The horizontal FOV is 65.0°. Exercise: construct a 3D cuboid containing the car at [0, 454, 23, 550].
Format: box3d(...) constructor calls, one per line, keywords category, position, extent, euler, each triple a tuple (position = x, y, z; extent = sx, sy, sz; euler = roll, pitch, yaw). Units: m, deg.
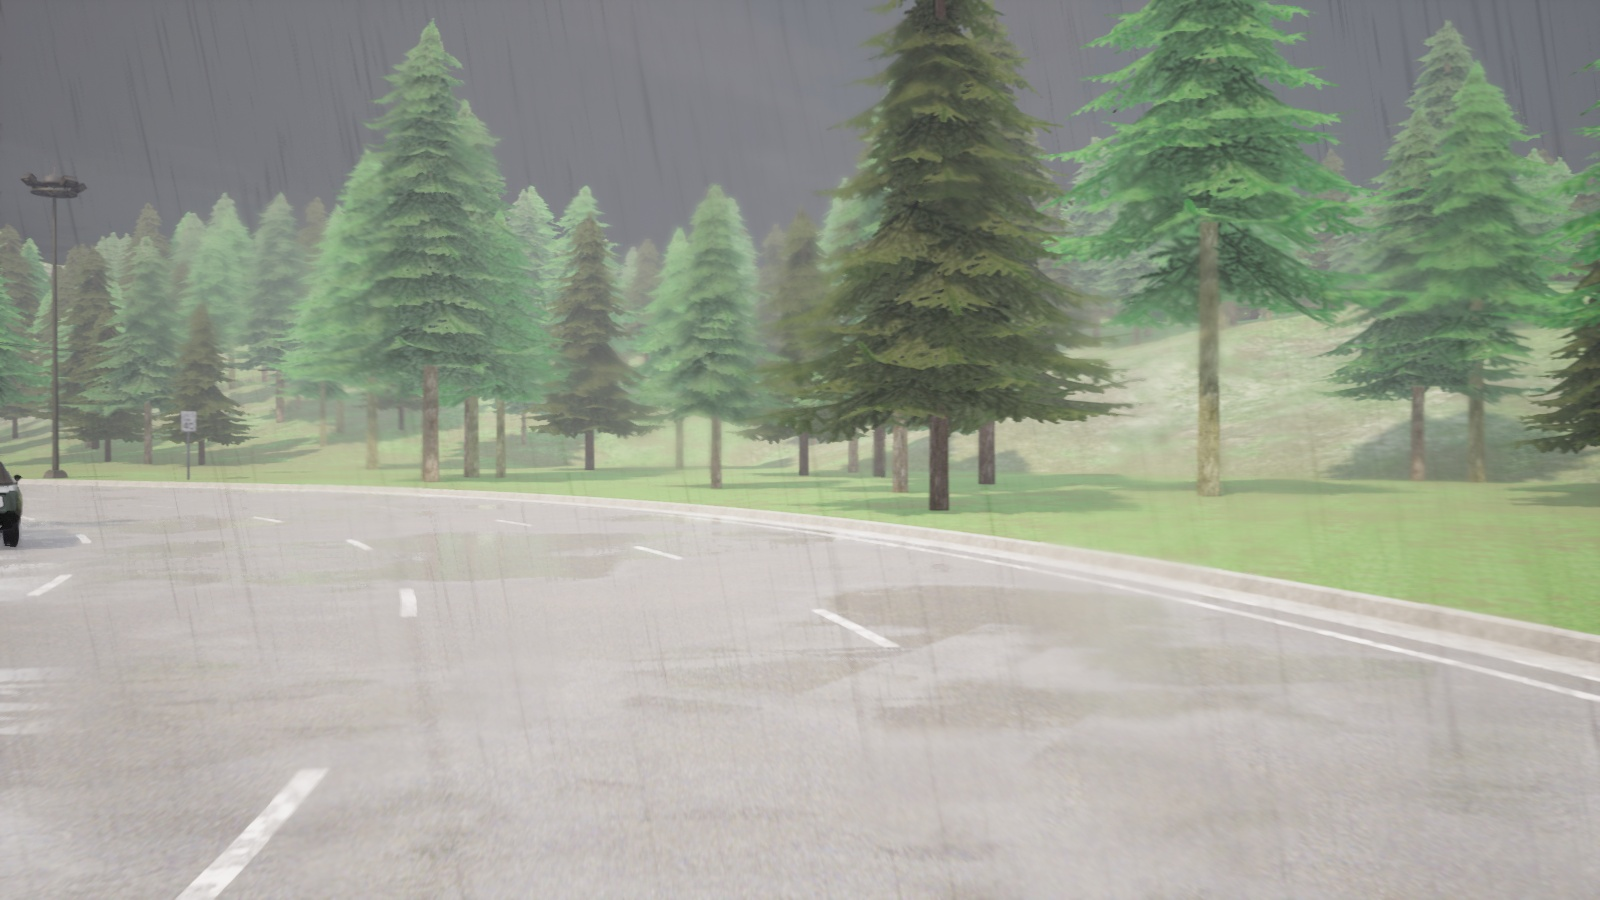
box3d(category="car", position=(-13.001, 0.741, 19.170), extent=(1.895, 1.301, 4.718), euler=(0, 0, -32))
